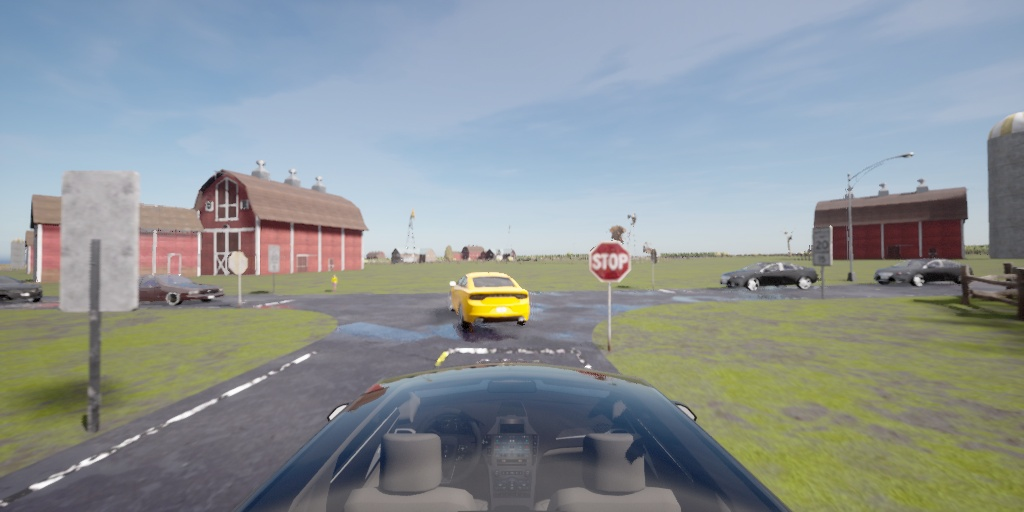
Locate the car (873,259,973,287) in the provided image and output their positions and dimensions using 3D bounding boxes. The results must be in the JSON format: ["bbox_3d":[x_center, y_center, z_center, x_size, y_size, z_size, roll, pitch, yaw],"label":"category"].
[{"bbox_3d":[23.522,0.919,20.600,4.902,1.511,2.128,-1,-1,-7],"label":"car"}]

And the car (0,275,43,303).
[{"bbox_3d":[-27.057,1.715,18.446,5.008,1.535,1.882,-1,-1,8],"label":"car"}]

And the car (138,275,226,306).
[{"bbox_3d":[-16.945,1.611,17.267,5.357,1.411,2.033,-1,-1,5],"label":"car"}]

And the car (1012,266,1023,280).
[{"bbox_3d":[33.318,0.863,21.912,4.718,1.301,1.895,-1,-1,-9],"label":"car"}]

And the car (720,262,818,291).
[{"bbox_3d":[14.056,1.078,19.780,4.902,1.511,2.128,-1,-1,-4],"label":"car"}]

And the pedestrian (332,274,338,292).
[{"bbox_3d":[-11.215,1.713,22.707,0.500,1.100,0.500,0,0,4],"label":"pedestrian"}]

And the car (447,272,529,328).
[{"bbox_3d":[-0.939,1.274,11.833,1.882,1.535,5.008,0,0,-15],"label":"car"}]
